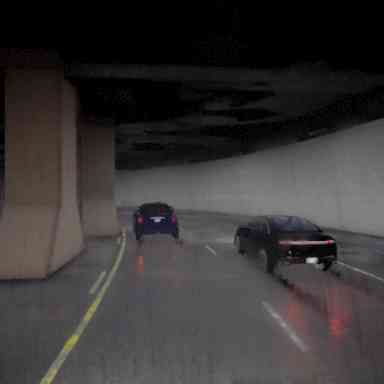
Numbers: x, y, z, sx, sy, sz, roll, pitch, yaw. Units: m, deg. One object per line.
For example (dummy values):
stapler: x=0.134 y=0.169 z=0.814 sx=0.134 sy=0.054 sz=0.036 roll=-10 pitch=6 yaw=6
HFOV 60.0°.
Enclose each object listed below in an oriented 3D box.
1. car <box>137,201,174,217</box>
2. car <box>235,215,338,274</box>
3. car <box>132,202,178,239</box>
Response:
car: x=-3.624 y=1.618 z=32.219 sx=1.895 sy=1.301 sz=4.718 roll=0 pitch=0 yaw=-29
car: x=2.709 y=1.480 z=10.632 sx=2.128 sy=1.511 sz=4.902 roll=0 pitch=0 yaw=-6
car: x=-2.086 y=1.362 z=17.793 sx=2.097 sy=1.767 sz=4.553 roll=0 pitch=0 yaw=-12
